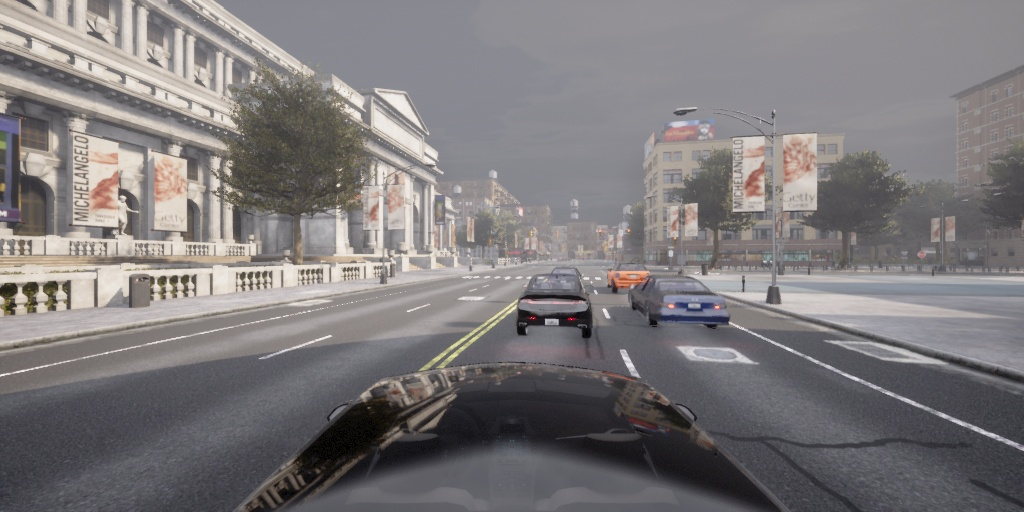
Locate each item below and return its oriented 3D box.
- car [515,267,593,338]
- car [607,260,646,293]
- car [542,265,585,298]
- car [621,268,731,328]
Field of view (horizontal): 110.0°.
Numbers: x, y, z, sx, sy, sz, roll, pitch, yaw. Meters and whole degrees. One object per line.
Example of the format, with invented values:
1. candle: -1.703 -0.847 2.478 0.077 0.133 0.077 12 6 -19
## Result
1. car: 1.270 1.242 10.287 2.128 1.511 4.902 0 0 9
2. car: 6.716 1.102 20.789 2.097 1.767 4.553 0 0 10
3. car: 2.945 1.297 19.763 2.033 1.411 5.357 0 0 11
4. car: 4.995 1.297 11.456 2.033 1.411 5.357 0 0 10
